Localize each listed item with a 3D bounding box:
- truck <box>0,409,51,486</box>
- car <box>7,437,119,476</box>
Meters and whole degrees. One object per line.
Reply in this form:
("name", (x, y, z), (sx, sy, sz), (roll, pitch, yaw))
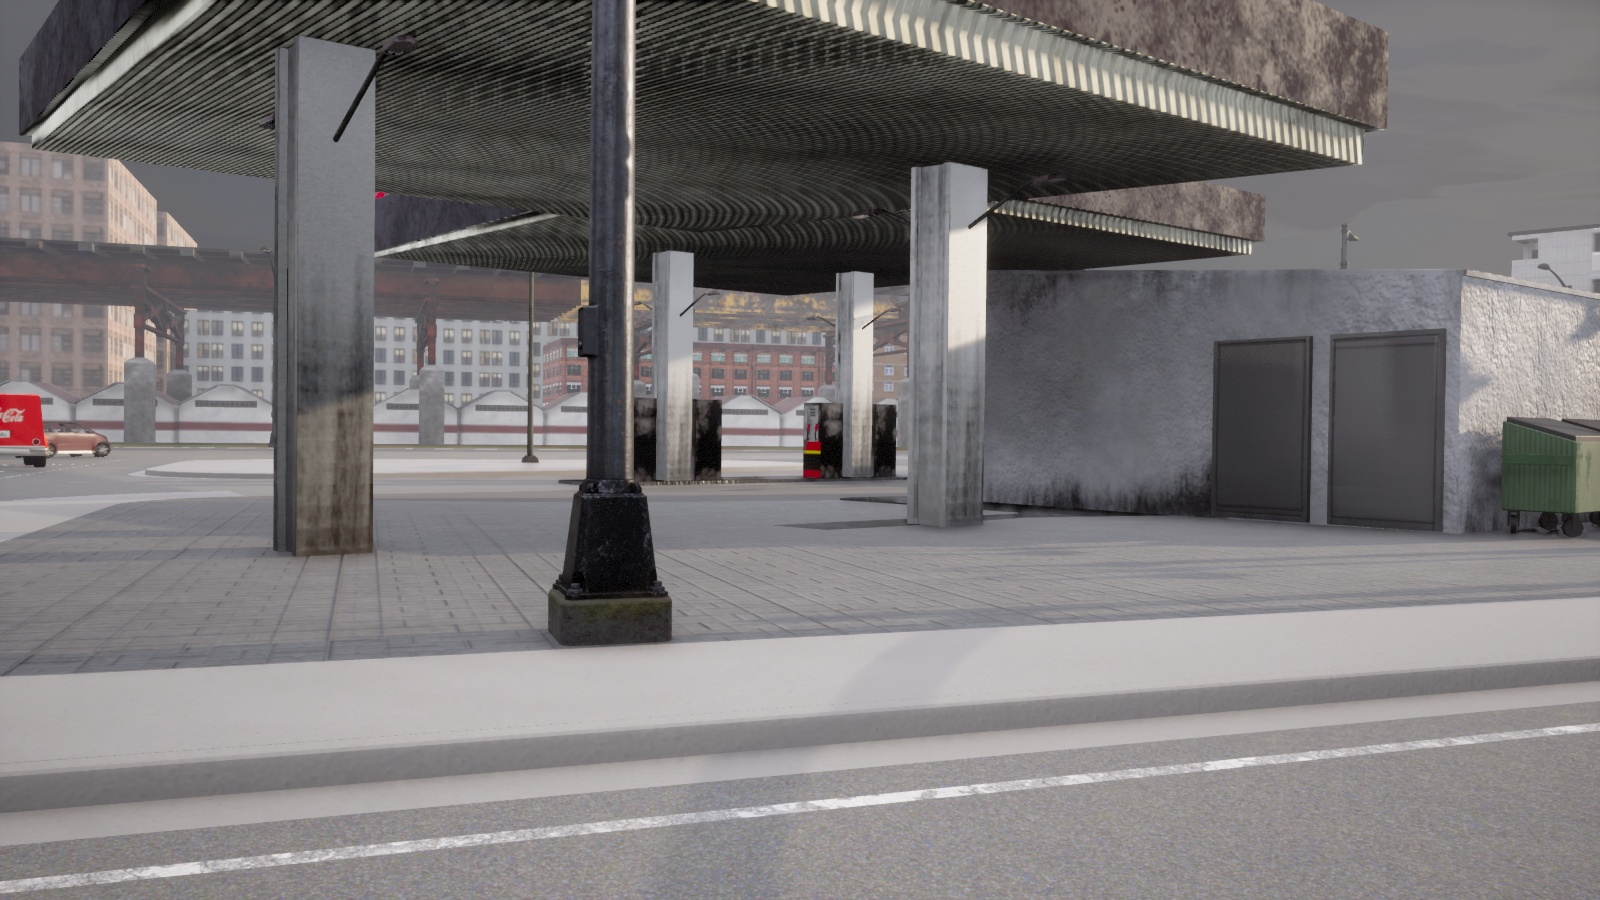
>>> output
("truck", (-27.017, -0.088, 42.456), (2.627, 2.467, 5.204), (-1, 1, -34))
("car", (-31.091, 0.248, 53.094), (1.789, 1.549, 3.705), (-1, 1, 22))
